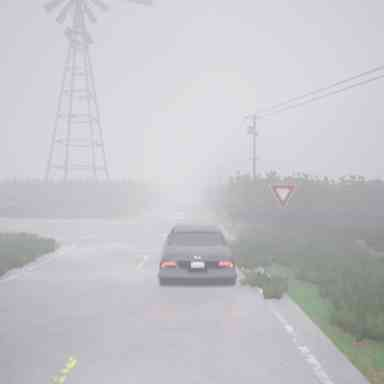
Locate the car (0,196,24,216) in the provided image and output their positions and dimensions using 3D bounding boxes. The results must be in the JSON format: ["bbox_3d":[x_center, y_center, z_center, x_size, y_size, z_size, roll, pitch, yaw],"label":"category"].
[{"bbox_3d":[-17.189,1.303,31.708,1.905,1.878,3.866,0,0,-31],"label":"car"}]

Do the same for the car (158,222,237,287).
[{"bbox_3d":[0.113,1.573,9.449,2.033,1.411,5.357,0,0,0],"label":"car"}]
